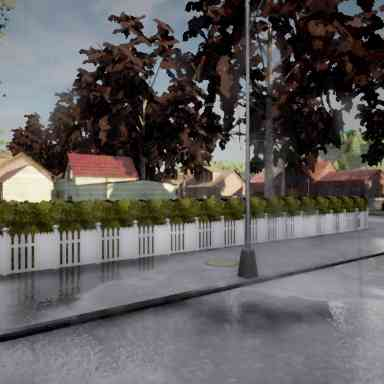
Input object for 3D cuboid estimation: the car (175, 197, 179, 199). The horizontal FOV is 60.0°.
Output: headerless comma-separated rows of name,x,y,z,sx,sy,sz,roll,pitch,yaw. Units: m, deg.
car,-3.294,1.526,57.280,1.812,1.442,4.674,0,0,-35
